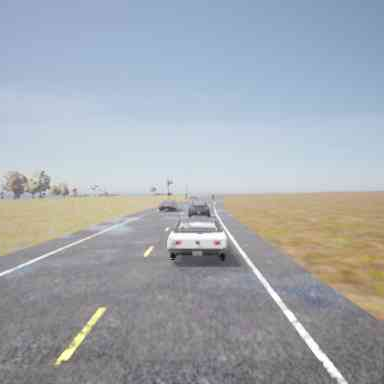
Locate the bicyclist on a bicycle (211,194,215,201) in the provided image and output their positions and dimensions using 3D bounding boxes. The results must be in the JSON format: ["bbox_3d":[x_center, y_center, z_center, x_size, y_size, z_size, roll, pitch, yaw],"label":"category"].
[{"bbox_3d":[4.755,1.394,78.458,0.582,1.620,1.656,0,0,5],"label":"bicyclist on a bicycle"}]

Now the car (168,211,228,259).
[{"bbox_3d":[0.213,1.597,12.462,1.895,1.301,4.718,0,0,1],"label":"car"}]

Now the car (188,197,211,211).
[{"bbox_3d":[0.659,1.480,29.255,2.128,1.511,4.902,0,0,2],"label":"car"}]

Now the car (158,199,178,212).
[{"bbox_3d":[-2.649,1.529,38.560,2.033,1.411,5.357,0,0,3],"label":"car"}]

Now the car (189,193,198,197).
[{"bbox_3d":[0.425,1.034,80.055,1.882,1.535,5.008,0,0,6],"label":"car"}]

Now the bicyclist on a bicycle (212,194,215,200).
[{"bbox_3d":[5.655,1.299,87.380,0.659,1.776,1.843,0,0,6],"label":"bicyclist on a bicycle"}]
